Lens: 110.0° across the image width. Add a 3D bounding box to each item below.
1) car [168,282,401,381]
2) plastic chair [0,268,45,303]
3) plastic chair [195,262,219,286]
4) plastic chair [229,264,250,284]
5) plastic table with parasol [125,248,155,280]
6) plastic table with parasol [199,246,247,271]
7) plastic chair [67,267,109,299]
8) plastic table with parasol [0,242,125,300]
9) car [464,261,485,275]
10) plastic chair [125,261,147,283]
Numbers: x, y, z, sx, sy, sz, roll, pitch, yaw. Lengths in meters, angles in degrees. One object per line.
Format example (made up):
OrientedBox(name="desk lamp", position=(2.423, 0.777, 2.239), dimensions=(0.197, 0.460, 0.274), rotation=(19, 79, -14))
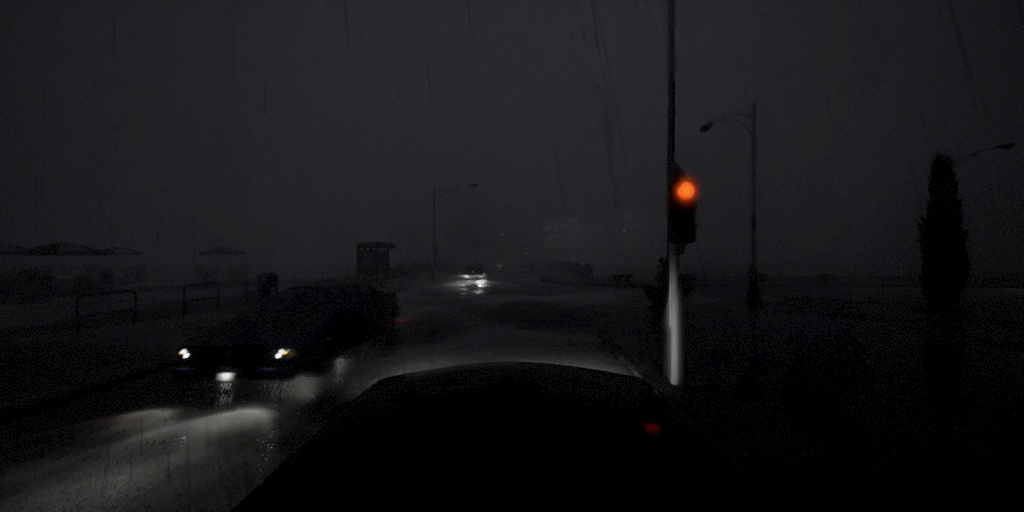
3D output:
OrientedBox(name="car", position=(-3.981, 1.284, 7.647), dimensions=(2.033, 1.411, 5.357), rotation=(0, 0, 0))
OrientedBox(name="plastic chair", position=(-19.954, 1.232, 14.587), dimensions=(0.750, 1.272, 0.730), rotation=(0, 0, 0))
OrientedBox(name="plastic chair", position=(-19.125, 1.203, 22.384), dimensions=(0.750, 1.272, 0.730), rotation=(0, 0, 0))
OrientedBox(name="plastic chair", position=(-17.821, 1.199, 23.579), dimensions=(0.730, 1.272, 0.750), rotation=(0, 0, 0))
OrientedBox(name="plastic table with parasol", position=(-27.715, 0.589, 25.166), dimensions=(2.482, 2.480, 2.482), rotation=(0, 0, 0))
OrientedBox(name="plastic table with parasol", position=(-19.090, 0.594, 23.724), dimensions=(2.482, 2.480, 2.482), rotation=(0, 0, 0))
OrientedBox(name="plastic chair", position=(-18.650, 1.228, 15.782), dimensions=(0.730, 1.272, 0.750), rotation=(0, 0, 0))
OrientedBox(name="plastic table with parasol", position=(-19.869, 0.623, 15.907), dimensions=(2.482, 2.480, 2.482), rotation=(0, 0, 0))
OrientedBox(name="car", position=(-3.871, 1.228, 37.579), dimensions=(1.895, 1.301, 4.718), rotation=(0, 0, 0))
OrientedBox(name="plastic chair", position=(-26.515, 1.193, 25.111), dimensions=(0.730, 1.272, 0.750), rotation=(0, 0, 0))
